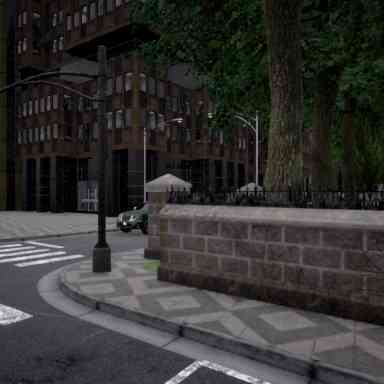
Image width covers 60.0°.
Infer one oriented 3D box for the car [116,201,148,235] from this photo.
[{"bbox_3d":[-2.395,1.584,22.018,2.150,2.045,5.566,0,-1,35],"label":"car"}]
